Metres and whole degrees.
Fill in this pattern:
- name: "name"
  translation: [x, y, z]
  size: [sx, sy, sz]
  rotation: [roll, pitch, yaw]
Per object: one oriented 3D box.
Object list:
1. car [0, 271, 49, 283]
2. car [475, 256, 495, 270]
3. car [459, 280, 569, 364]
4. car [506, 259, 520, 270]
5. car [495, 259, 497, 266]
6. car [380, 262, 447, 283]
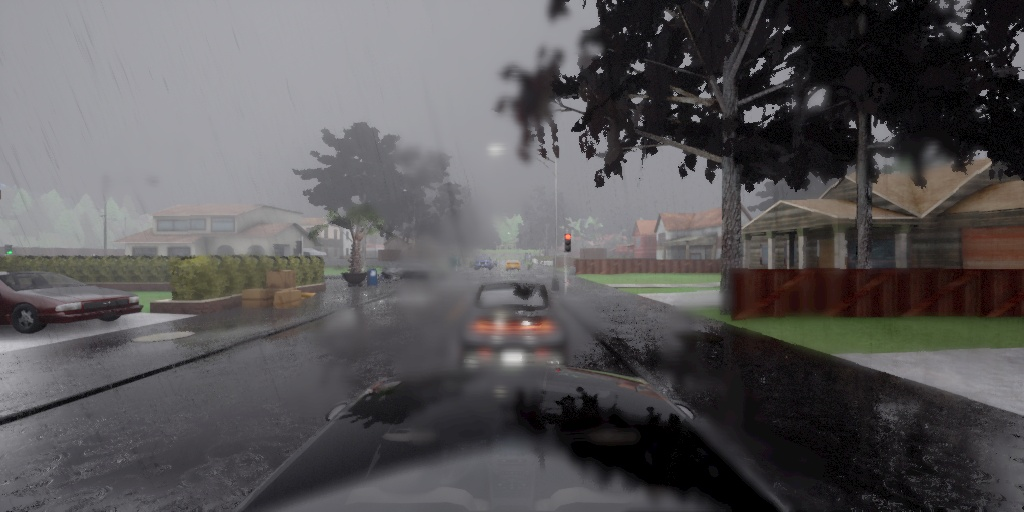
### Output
- name: "car"
  translation: [-43.850, 1.241, 30.851]
  size: [4.902, 1.511, 2.128]
  rotation: [0, 0, 0]
- name: "car"
  translation: [-4.059, 0.971, 52.258]
  size: [2.150, 2.045, 5.566]
  rotation: [0, 0, 0]
- name: "car"
  translation: [0.047, 1.255, 7.654]
  size: [1.837, 1.490, 4.892]
  rotation: [0, 0, 1]
- name: "car"
  translation: [0.141, 1.227, 51.944]
  size: [1.882, 1.535, 5.008]
  rotation: [0, 0, 0]
- name: "car"
  translation: [-4.024, 1.241, 62.308]
  size: [2.128, 1.511, 4.902]
  rotation: [0, 0, 0]
- name: "car"
  translation: [-7.476, 1.243, 27.462]
  size: [4.902, 1.511, 2.128]
  rotation: [0, 0, -14]
